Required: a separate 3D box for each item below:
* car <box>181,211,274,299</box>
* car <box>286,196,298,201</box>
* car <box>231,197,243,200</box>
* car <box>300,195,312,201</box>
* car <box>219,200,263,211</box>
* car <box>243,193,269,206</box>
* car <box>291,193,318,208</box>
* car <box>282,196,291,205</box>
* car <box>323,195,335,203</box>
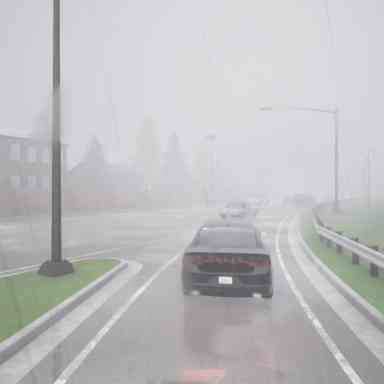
[{"bbox_3d":[0.948,1.477,8.599,1.882,1.535,5.008,0,0,8],"label":"car"},{"bbox_3d":[25.509,1.593,85.052,1.895,1.301,4.718,0,0,31],"label":"car"},{"bbox_3d":[7.451,1.562,54.482,1.994,1.385,4.181,0,0,31],"label":"car"},{"bbox_3d":[28.640,1.498,83.469,1.837,1.490,4.892,0,0,31],"label":"car"},{"bbox_3d":[4.082,1.600,28.264,1.895,1.301,4.718,0,0,31],"label":"car"},{"bbox_3d":[10.458,1.219,52.693,2.150,2.045,5.566,0,0,31],"label":"car"},{"bbox_3d":[16.984,1.221,49.968,2.150,2.045,5.566,0,0,31],"label":"car"},{"bbox_3d":[16.770,1.476,56.459,1.882,1.535,5.008,0,0,31],"label":"car"},{"bbox_3d":[29.496,1.353,71.203,2.097,1.767,4.553,0,0,31],"label":"car"}]
